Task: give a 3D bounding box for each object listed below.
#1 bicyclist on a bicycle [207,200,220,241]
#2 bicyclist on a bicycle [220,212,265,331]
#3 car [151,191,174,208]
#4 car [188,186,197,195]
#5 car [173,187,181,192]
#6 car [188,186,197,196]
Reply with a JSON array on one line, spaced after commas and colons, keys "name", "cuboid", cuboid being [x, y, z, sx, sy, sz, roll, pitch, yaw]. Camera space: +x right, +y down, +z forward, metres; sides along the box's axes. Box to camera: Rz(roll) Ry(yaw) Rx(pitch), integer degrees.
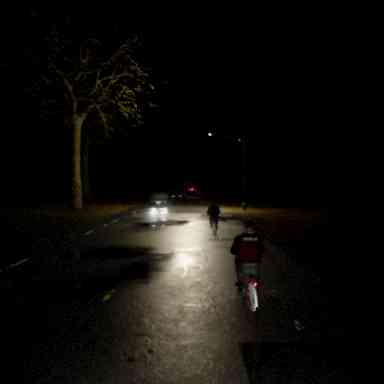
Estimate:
[{"name": "bicyclist on a bicycle", "cuboid": [0.964, 1.216, 14.858, 0.659, 1.776, 1.843, 0, 1, 0]}, {"name": "bicyclist on a bicycle", "cuboid": [0.963, 1.317, 5.876, 0.659, 1.776, 1.843, 0, 1, 0]}, {"name": "car", "cuboid": [-3.590, 0.947, 38.049, 2.128, 1.511, 4.902, 0, 1, 0]}, {"name": "car", "cuboid": [0.007, -0.527, 82.030, 2.150, 2.045, 5.566, 0, 2, 0]}, {"name": "car", "cuboid": [-3.493, -0.428, 78.709, 1.882, 1.535, 5.008, 0, 2, 0]}, {"name": "car", "cuboid": [0.006, 0.128, 72.071, 2.128, 1.511, 4.902, 0, 2, 0]}]
